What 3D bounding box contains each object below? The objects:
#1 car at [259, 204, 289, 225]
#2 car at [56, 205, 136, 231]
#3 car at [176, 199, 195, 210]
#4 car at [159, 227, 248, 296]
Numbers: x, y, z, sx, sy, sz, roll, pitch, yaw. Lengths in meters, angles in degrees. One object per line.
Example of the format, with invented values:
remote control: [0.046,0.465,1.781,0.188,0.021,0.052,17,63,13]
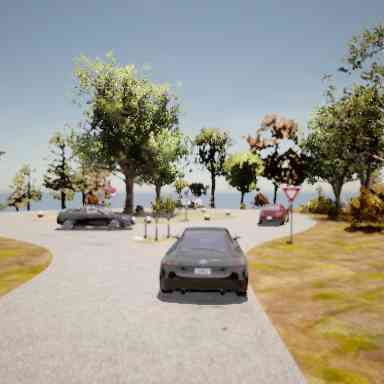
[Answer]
car: [6.287,1.657,25.396,1.812,1.442,4.674,0,0,22]
car: [-6.042,1.601,21.035,4.902,1.511,2.128,0,0,4]
car: [-2.052,1.756,48.470,4.892,1.490,1.837,0,-2,20]
car: [0.375,1.610,8.851,1.994,1.385,4.181,0,0,4]
